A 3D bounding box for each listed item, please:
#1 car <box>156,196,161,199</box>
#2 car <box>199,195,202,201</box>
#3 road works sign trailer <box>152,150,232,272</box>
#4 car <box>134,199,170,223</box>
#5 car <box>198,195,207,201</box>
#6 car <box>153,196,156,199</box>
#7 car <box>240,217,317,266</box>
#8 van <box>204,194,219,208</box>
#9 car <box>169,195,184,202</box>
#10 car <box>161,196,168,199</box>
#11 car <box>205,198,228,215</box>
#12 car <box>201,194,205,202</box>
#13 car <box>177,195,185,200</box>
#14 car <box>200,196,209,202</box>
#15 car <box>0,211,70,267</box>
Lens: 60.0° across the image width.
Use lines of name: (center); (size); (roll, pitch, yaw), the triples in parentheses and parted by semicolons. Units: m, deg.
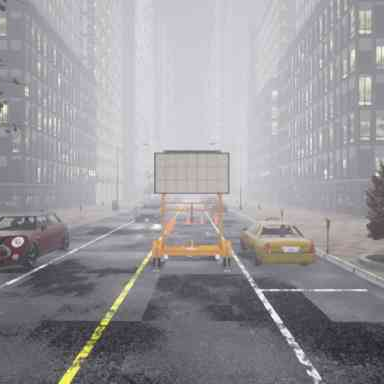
car: (-5.706, 1.570, 45.329); (1.802, 1.307, 4.206); (0, 0, 0)
car: (2.670, 1.562, 62.393); (1.802, 1.307, 4.206); (0, 0, 0)
road works sign trailer: (-0.004, 0.463, 10.742); (2.380, 3.560, 2.880); (0, 0, 0)
car: (-3.107, 1.542, 25.572); (2.033, 1.411, 5.357); (0, 0, 0)
car: (2.664, 1.513, 85.162); (2.008, 1.369, 4.403); (0, 0, 0)
car: (-5.705, 1.515, 39.467); (1.752, 1.417, 4.829); (0, 0, 0)
car: (2.683, 1.524, 11.334); (1.752, 1.417, 4.829); (0, 0, 0)
van: (2.674, 1.331, 39.624); (1.690, 1.788, 3.998); (0, 0, 0)
car: (-3.042, 1.480, 66.638); (1.837, 1.490, 4.892); (0, 0, 1)
car: (-5.710, 1.423, 56.713); (1.967, 1.590, 4.097); (0, 0, 0)
car: (2.677, 1.558, 33.932); (1.947, 1.339, 4.313); (0, 0, 0)
car: (2.674, 1.428, 45.317); (1.967, 1.590, 4.097); (0, 0, 0)
car: (-3.024, 1.505, 90.421); (2.033, 1.411, 5.357); (0, 0, 0)
car: (2.667, 1.517, 73.778); (1.887, 1.381, 4.507); (0, 0, 0)
car: (-5.698, 1.438, 11.178); (1.967, 1.590, 4.097); (0, 0, 0)
